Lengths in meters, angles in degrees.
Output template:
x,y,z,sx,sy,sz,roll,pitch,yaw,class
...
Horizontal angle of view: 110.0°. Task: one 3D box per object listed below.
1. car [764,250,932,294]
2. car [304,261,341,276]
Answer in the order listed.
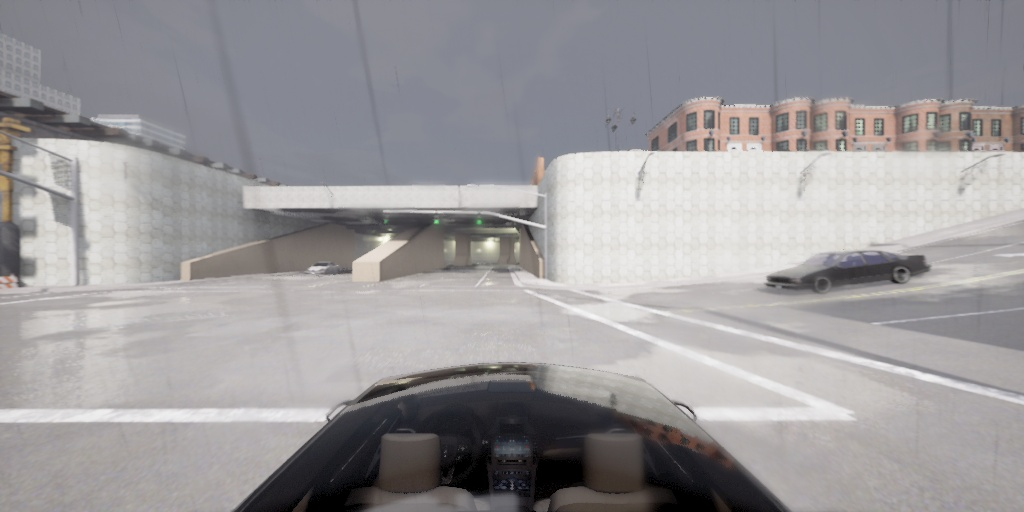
x,y,z,sx,sy,sz,roll,pitch,yaw,class
13.126,0.511,14.200,5.357,1.411,2.033,-7,0,0,car
-18.658,1.260,35.653,1.812,1.442,4.674,0,1,-4,car
